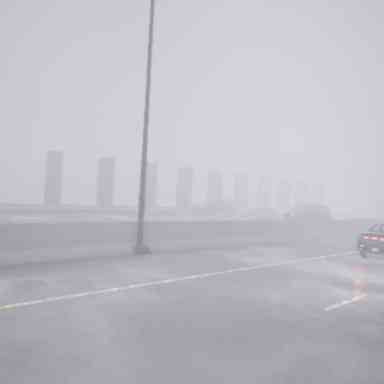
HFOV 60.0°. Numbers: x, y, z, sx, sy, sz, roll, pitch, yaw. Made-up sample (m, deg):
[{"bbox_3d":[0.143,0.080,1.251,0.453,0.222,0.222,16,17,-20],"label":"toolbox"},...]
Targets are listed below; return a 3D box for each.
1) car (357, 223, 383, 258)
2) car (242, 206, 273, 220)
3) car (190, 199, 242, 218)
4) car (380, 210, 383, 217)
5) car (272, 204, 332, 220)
[{"bbox_3d":[8.926,2.116,14.299,4.902,1.511,2.128,3,-1,-39],"label":"car"},{"bbox_3d":[7.293,2.287,35.720,4.892,1.490,1.837,3,0,-37],"label":"car"},{"bbox_3d":[2.370,1.750,36.147,5.566,2.045,2.150,2,0,-38],"label":"car"},{"bbox_3d":[39.941,4.175,67.284,4.553,1.767,2.097,4,-1,-40],"label":"car"},{"bbox_3d":[9.821,2.049,28.657,5.566,2.045,2.150,2,0,-38],"label":"car"}]
